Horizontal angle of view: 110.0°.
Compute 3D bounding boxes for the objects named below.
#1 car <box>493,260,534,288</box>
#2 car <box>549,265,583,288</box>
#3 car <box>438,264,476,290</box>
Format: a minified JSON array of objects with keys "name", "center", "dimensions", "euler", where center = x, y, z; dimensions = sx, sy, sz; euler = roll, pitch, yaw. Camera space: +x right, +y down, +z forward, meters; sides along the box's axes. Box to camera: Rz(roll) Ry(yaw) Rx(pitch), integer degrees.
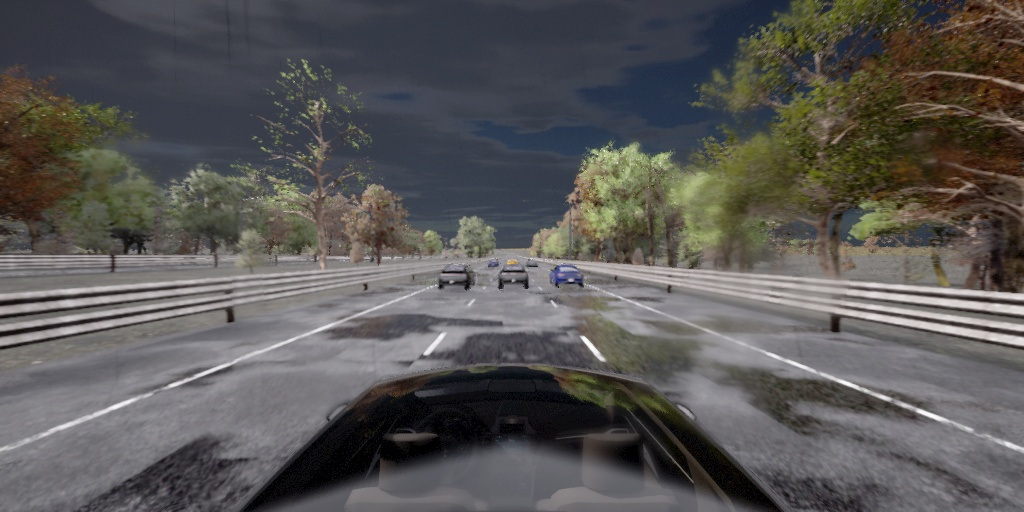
[{"name":"car","center":[0.099,1.265,23.866],"dimensions":[2.128,1.511,4.902],"euler":[0,0,0]},{"name":"car","center":[3.603,1.299,24.203],"dimensions":[1.812,1.442,4.674],"euler":[0,0,0]},{"name":"car","center":[-3.402,1.265,22.771],"dimensions":[2.128,1.511,4.902],"euler":[0,0,0]}]
